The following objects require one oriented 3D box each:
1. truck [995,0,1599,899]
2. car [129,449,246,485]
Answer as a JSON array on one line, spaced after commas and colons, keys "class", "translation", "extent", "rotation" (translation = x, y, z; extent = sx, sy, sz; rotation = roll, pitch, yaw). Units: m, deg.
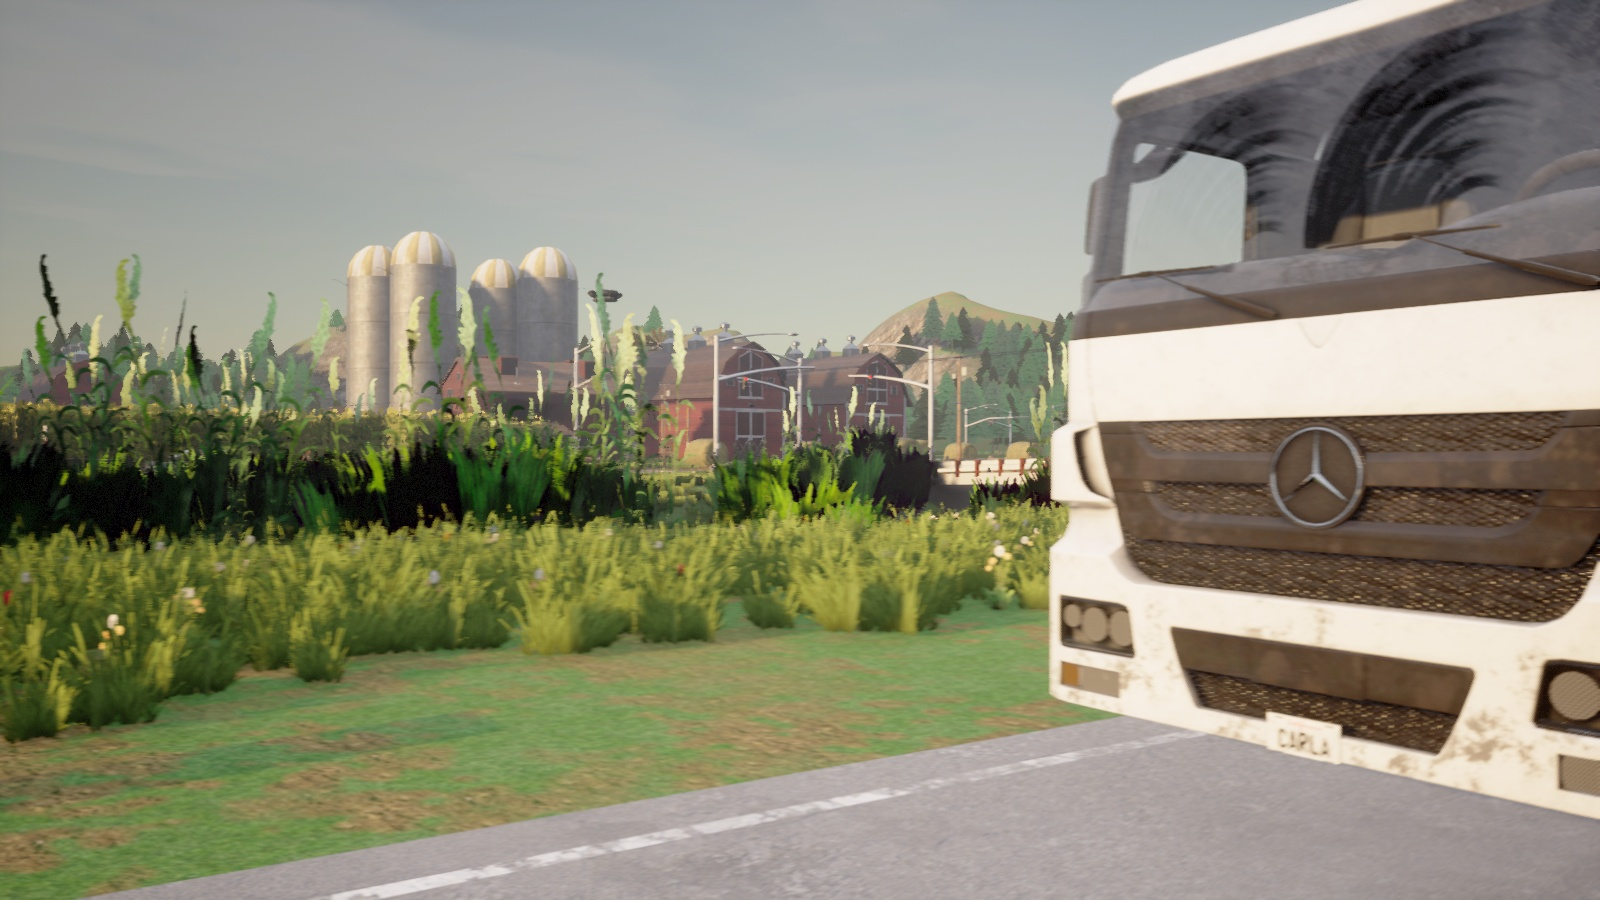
[{"class": "truck", "translation": [4.968, -0.231, 6.755], "extent": [7.936, 3.462, 2.891], "rotation": [0, 0, -35]}, {"class": "car", "translation": [-29.288, 0.798, 60.119], "extent": [4.611, 1.667, 2.242], "rotation": [0, 0, -40]}]
